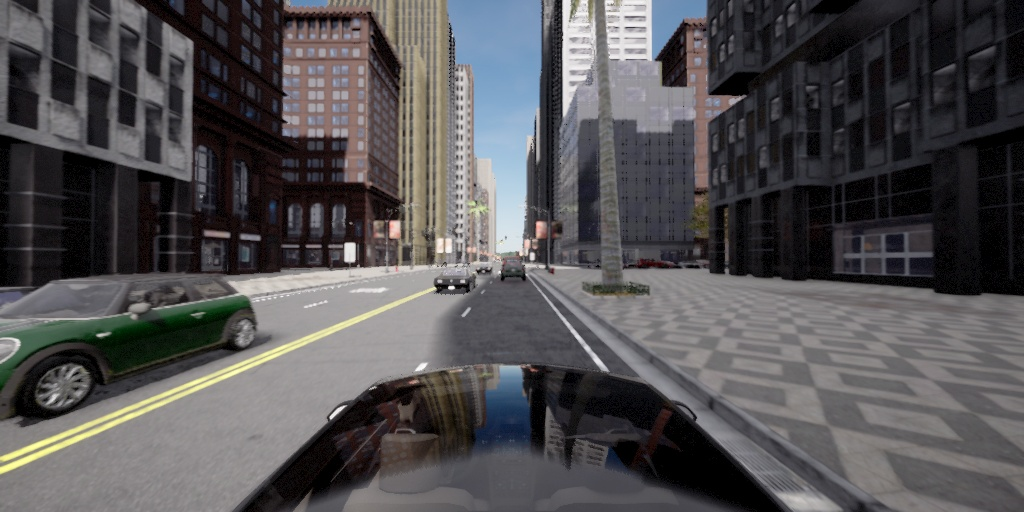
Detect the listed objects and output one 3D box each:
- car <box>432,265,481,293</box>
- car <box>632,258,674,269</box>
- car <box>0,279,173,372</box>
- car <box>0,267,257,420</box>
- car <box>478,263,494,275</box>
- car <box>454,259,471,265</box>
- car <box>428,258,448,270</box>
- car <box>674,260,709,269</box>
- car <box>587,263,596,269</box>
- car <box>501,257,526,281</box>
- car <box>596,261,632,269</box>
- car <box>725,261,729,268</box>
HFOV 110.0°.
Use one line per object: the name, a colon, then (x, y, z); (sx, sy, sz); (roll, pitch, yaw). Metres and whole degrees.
car: (-3.145, 1.366, 20.908); (1.895, 1.301, 4.718); (0, 0, 0)
car: (20.967, 1.147, 53.961); (5.009, 1.841, 2.192); (0, 0, -1)
car: (-9.848, 1.297, 6.661); (2.033, 1.411, 5.357); (0, 0, 0)
car: (-6.599, 1.102, 5.862); (2.097, 1.767, 4.553); (0, 0, 0)
car: (-3.142, 1.462, 41.716); (1.895, 1.301, 4.718); (0, 0, 0)
car: (-6.490, 1.081, 47.443); (2.128, 1.511, 4.902); (0, 0, 0)
car: (-9.740, 1.042, 47.445); (2.128, 1.511, 4.902); (0, 0, 0)
car: (26.605, 1.381, 54.047); (4.313, 1.339, 1.948); (0, 0, -1)
car: (15.201, 1.543, 62.398); (4.313, 1.339, 1.948); (0, 0, -1)
car: (0.104, 1.153, 30.893); (2.097, 1.767, 4.553); (0, 0, 0)
car: (15.329, 1.434, 53.875); (4.207, 1.307, 1.802); (0, 0, -1)
car: (32.242, 1.365, 54.134); (4.313, 1.339, 1.948); (0, 0, -1)
